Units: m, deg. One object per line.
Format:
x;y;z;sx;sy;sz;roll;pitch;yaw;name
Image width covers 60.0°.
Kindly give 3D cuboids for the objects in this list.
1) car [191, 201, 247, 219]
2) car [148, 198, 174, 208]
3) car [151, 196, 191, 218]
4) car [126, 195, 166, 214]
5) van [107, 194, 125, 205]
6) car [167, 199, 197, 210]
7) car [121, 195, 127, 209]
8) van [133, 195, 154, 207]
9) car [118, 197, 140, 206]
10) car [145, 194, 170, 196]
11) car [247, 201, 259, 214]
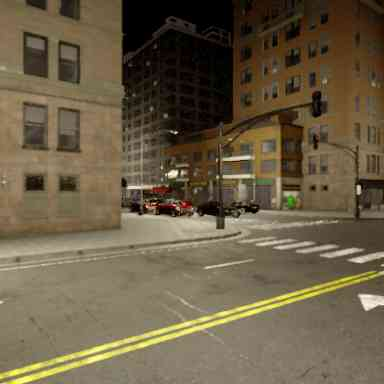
2.195;1.507;28.782;1.812;1.442;4.674;0;0;-35;car
-4.515;1.562;47.817;1.947;1.339;4.313;0;0;-35;car
-1.545;1.412;29.682;1.967;1.590;4.097;0;0;-35;car
-4.720;1.410;34.185;1.967;1.590;4.097;0;0;-35;car
-14.042;1.346;61.328;1.690;1.788;3.998;0;0;-35;van
-1.339;1.577;43.314;1.802;1.307;4.206;0;0;-35;car
-9.477;1.526;45.337;2.033;1.411;5.357;0;0;-35;car
-7.690;1.339;52.321;1.690;1.788;3.998;0;0;-35;van
-10.866;1.552;56.824;2.008;1.369;4.403;0;0;-35;car
-3.476;1.200;36.825;2.150;2.045;5.566;0;0;-36;car
5.014;1.563;34.306;1.947;1.339;4.313;0;0;-35;car
